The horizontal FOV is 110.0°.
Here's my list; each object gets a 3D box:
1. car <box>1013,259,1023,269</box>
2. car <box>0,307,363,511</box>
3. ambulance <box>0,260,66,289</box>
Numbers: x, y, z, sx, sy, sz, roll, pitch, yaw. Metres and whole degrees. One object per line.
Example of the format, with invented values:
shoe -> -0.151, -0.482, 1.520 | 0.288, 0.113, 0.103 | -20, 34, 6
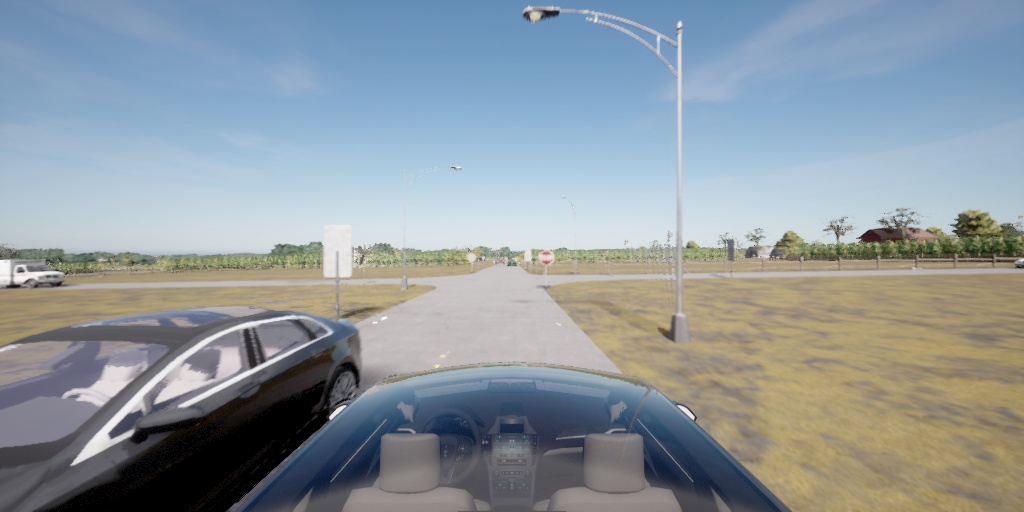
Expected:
car -> 49.135, 0.438, 32.784 | 4.674, 1.442, 1.812 | -1, 0, 0
car -> -2.844, 1.241, 2.734 | 2.128, 1.511, 4.902 | 0, 0, 0
ambulance -> -42.183, 1.541, 30.539 | 6.366, 2.431, 2.351 | -1, 0, 0
